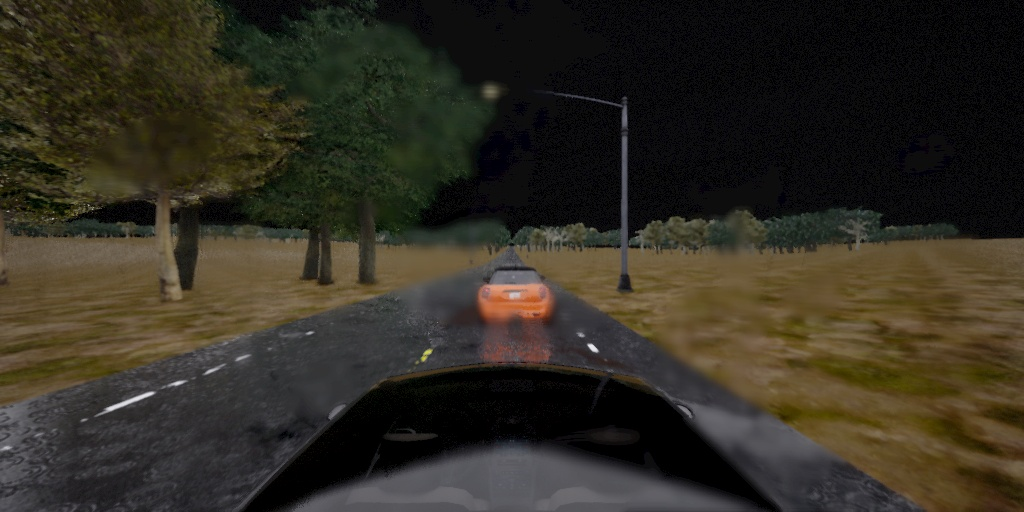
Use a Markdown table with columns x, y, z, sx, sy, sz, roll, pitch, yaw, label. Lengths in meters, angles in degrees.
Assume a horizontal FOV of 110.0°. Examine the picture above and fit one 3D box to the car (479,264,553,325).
| x | y | z | sx | sy | sz | roll | pitch | yaw | label |
| --- | --- | --- | --- | --- | --- | --- | --- | --- | --- |
| 0.109 | 1.108 | 11.965 | 2.097 | 1.767 | 4.553 | 0 | 0 | 0 | car |
